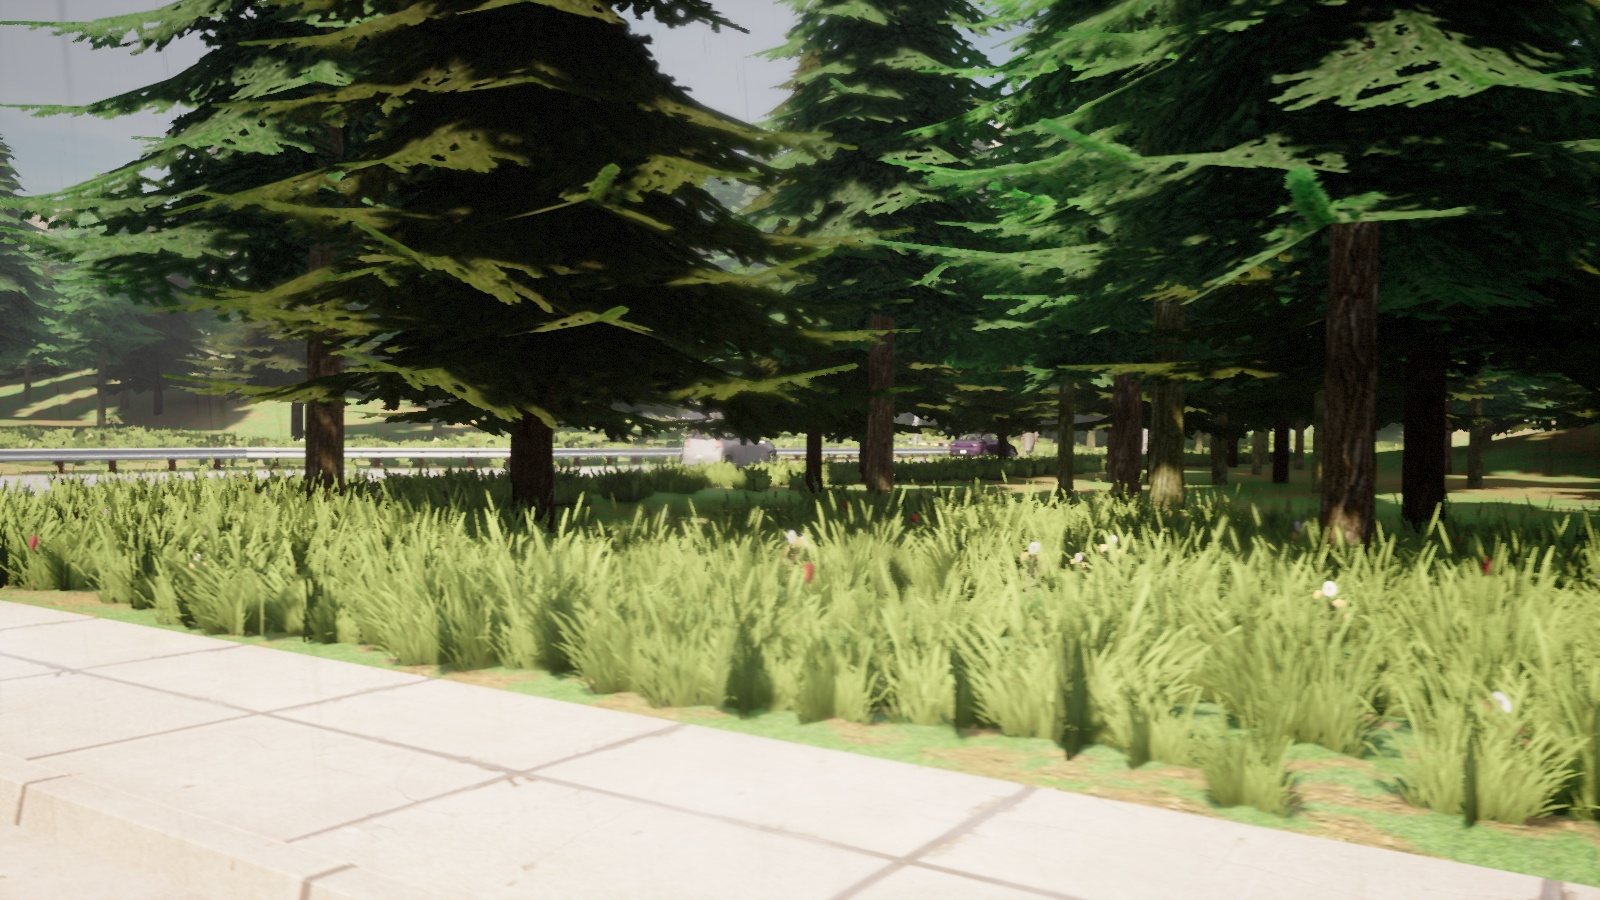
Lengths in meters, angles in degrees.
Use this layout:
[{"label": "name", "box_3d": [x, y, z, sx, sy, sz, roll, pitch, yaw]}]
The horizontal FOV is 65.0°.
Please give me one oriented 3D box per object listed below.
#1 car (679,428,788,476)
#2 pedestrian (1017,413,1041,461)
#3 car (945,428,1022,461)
[{"label": "car", "box_3d": [-2.196, 0.033, 42.209, 1.845, 1.501, 3.633, 0, 1, 33]}, {"label": "pedestrian", "box_3d": [9.354, -0.525, 51.313, 0.659, 1.952, 0.873, 0, 1, 38]}, {"label": "car", "box_3d": [8.485, -0.277, 57.841, 1.816, 1.474, 4.193, 0, 1, 35]}]
